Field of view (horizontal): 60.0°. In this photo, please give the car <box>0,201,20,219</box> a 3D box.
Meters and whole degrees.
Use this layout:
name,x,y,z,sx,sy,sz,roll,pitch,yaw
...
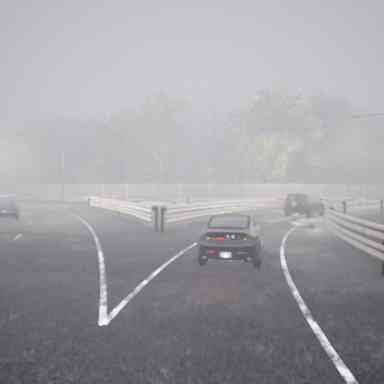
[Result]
name,x,y,z,sx,sy,sz,roll,pitch,yaw
car,-14.965,1.398,26.749,1.994,1.385,4.181,0,0,-27

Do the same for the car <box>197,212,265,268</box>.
name,x,y,z,sx,sy,sz,roll,pitch,yaw
car,1.419,1.449,11.263,1.837,1.490,4.892,0,0,12

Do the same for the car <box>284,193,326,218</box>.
name,x,y,z,sx,sy,sz,roll,pitch,yaw
car,9.860,1.097,28.893,2.150,2.045,5.566,0,0,38
